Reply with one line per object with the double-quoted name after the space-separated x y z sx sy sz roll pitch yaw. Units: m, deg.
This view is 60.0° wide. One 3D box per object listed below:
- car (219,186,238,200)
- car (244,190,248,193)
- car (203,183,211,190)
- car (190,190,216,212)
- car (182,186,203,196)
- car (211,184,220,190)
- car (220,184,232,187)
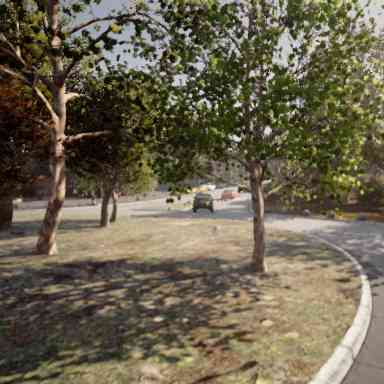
6.573 0.323 57.835 2.097 1.767 4.553 0 3 20 "car"
12.857 -0.565 73.491 1.837 1.490 4.892 0 3 23 "car"
2.075 -0.626 77.980 1.946 1.575 5.366 0 3 23 "car"
1.422 1.144 37.933 2.150 2.045 5.566 -1 1 6 "car"
-0.084 -0.289 72.905 1.946 1.575 5.366 0 3 23 "car"
4.341 -1.228 83.300 2.435 2.045 5.566 0 3 23 "car"
8.659 -1.620 93.464 2.163 1.488 4.792 0 3 23 "car"
